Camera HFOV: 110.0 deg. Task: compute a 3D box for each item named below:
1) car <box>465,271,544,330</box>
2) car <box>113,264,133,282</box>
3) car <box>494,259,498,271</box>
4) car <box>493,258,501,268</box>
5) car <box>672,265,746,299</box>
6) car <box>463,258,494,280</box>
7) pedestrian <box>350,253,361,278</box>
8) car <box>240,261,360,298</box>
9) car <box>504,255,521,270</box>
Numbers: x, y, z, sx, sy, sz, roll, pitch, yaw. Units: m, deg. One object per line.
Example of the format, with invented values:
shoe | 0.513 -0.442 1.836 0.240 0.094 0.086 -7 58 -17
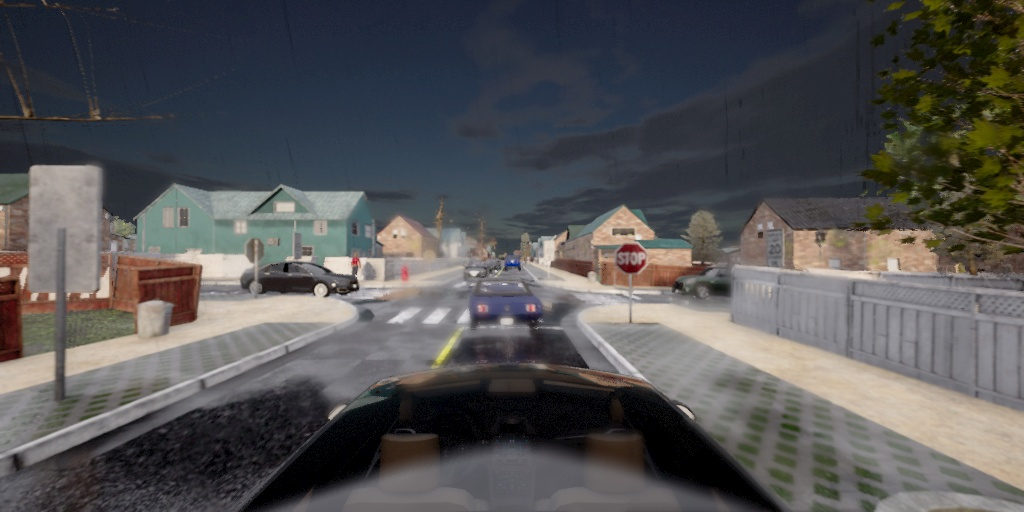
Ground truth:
car | -0.406 1.317 11.082 1.895 1.301 4.718 1 0 -7
car | -19.028 0.847 16.134 4.181 1.385 1.994 1 -1 -1
car | -2.857 1.258 38.910 1.895 1.301 4.718 0 0 0
car | -2.860 1.153 49.030 1.837 1.490 4.892 0 0 0
car | 11.002 1.347 19.068 4.553 1.767 2.097 1 -1 -1
car | -2.856 1.164 29.608 2.128 1.511 4.902 0 0 0
pedestrian | -9.635 0.709 22.007 0.375 1.860 0.375 0 -2 0
car | -9.174 1.004 15.691 4.892 1.490 1.837 1 -1 6
car | 0.082 0.870 50.483 2.150 2.045 5.566 0 0 0
